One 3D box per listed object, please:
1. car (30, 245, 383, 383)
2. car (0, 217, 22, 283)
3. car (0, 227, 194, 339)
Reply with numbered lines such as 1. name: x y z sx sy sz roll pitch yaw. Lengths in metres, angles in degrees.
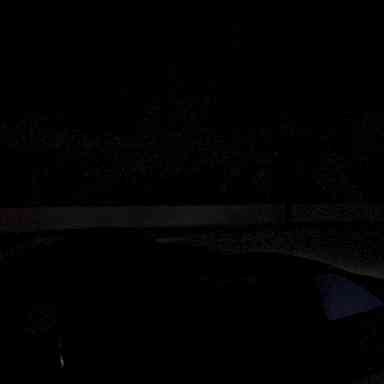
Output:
1. car: 1.043 1.522 4.161 5.357 1.411 2.033 0 0 -29
2. car: -6.962 1.468 7.453 5.357 1.411 2.033 0 0 -37
3. car: -1.566 1.426 6.500 5.008 1.535 1.882 0 0 -32
